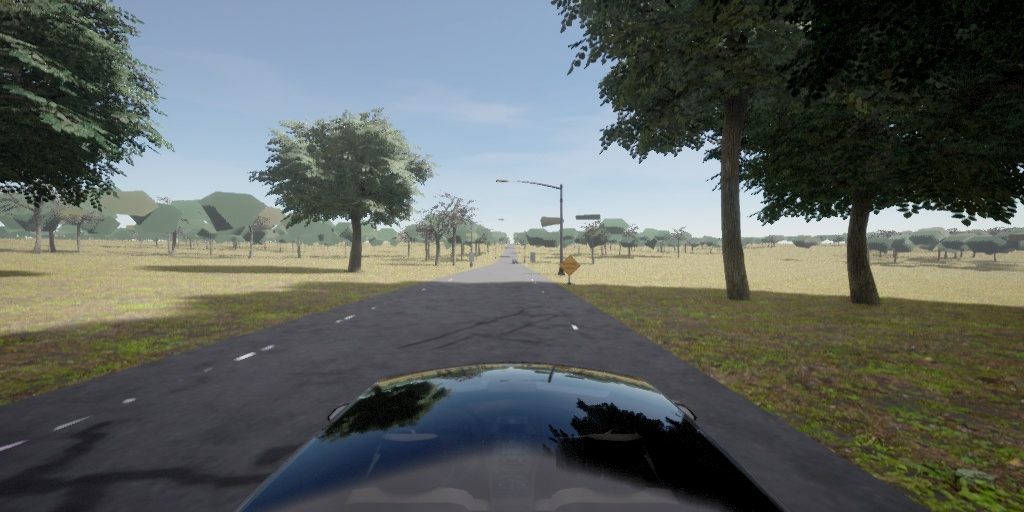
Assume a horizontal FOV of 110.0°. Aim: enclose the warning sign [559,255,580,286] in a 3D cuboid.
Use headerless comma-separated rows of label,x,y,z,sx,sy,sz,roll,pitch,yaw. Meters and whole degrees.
warning sign,3.550,0.878,22.273,1.300,1.860,1.060,0,0,0
